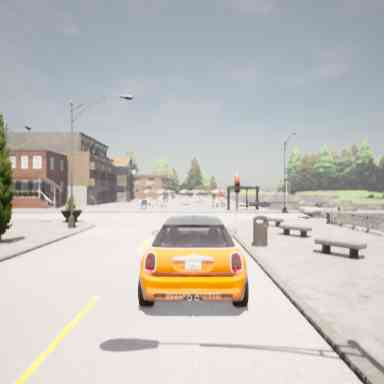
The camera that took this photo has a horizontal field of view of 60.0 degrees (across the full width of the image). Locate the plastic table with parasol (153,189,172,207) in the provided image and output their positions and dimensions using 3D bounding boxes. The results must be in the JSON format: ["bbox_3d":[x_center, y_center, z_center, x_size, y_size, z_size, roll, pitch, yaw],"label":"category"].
[{"bbox_3d":[-4.222,0.863,48.080,2.482,2.480,2.482,0,0,0],"label":"plastic table with parasol"}]

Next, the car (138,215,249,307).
[{"bbox_3d":[0.043,1.341,8.118,2.097,1.767,4.553,0,0,1],"label":"car"}]

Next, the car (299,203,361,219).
[{"bbox_3d":[11.770,1.564,28.337,4.718,1.301,1.895,0,0,3],"label":"car"}]
